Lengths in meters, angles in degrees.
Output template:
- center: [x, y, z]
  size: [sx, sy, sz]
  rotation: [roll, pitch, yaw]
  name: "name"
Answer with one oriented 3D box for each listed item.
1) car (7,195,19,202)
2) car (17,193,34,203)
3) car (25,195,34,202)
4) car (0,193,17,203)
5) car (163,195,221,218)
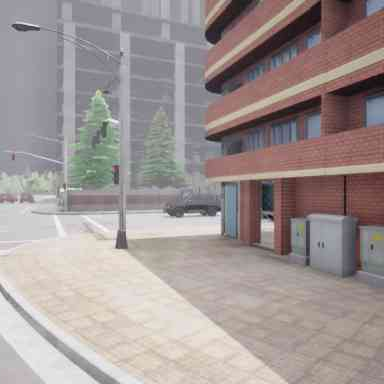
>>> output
- center: [-42.107, 1.540, 78.274]
  size: [2.033, 1.411, 5.357]
  rotation: [0, 0, -23]
  name: "car"
- center: [-34.599, 1.225, 69.503]
  size: [2.150, 2.045, 5.566]
  rotation: [0, 0, -23]
  name: "car"
- center: [-38.721, 1.524, 79.253]
  size: [1.812, 1.442, 4.674]
  rotation: [0, 0, -23]
  name: "car"
- center: [-37.966, 1.225, 68.479]
  size: [2.150, 2.045, 5.566]
  rotation: [0, 0, -23]
  name: "car"
- center: [0.124, 1.277, 31.329]
  size: [5.566, 2.045, 2.150]
  rotation: [0, 0, -22]
  name: "car"
